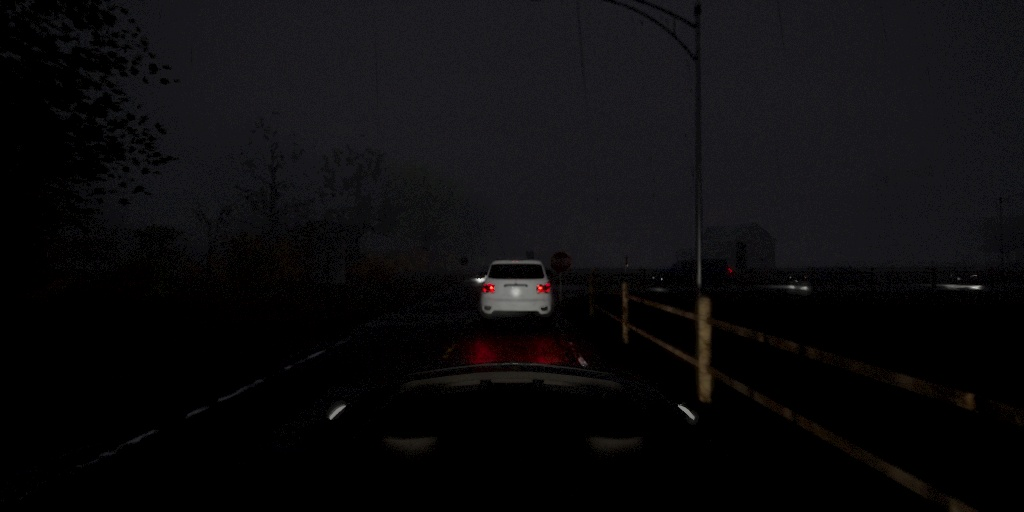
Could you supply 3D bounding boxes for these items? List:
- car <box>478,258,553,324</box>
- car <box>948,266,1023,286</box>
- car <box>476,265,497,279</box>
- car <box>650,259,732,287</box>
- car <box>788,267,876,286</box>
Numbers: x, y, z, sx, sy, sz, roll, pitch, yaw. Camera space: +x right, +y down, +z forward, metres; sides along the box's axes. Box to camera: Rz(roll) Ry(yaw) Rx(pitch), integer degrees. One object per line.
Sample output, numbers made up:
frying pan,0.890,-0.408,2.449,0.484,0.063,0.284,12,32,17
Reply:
car,0.254,1.110,12.745,2.150,2.045,5.566,0,-1,3
car,35.905,1.443,26.989,4.674,1.442,1.812,0,-1,-1
car,-2.835,1.775,41.150,2.033,1.411,5.357,0,-1,0
car,13.254,1.232,26.648,5.566,2.045,2.150,0,-1,0
car,23.846,1.515,26.807,5.357,1.411,2.033,0,-1,-1
